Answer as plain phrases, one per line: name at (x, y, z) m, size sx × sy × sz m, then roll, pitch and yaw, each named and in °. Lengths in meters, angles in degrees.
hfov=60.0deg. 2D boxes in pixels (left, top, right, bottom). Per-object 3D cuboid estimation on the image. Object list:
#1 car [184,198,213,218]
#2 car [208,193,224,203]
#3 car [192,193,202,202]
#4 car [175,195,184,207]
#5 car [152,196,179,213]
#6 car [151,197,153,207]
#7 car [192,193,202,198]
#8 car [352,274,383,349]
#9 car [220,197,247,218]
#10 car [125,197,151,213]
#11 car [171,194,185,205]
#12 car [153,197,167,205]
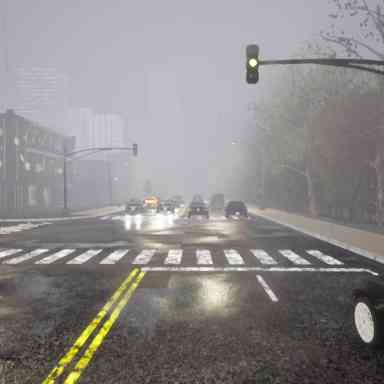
car at (0.566, 1.539, 30.511) m, size 2.033 × 1.411 × 5.357 m, roll 0°, pitch 0°, yaw 1°
car at (4.192, 1.201, 55.008) m, size 2.150 × 2.045 × 5.566 m, roll 0°, pitch 0°, yaw 1°
car at (1.173, 1.194, 76.821) m, size 2.150 × 2.045 × 5.566 m, roll 0°, pitch 0°, yaw 1°
car at (-2.619, 1.474, 46.835) m, size 2.128 × 1.511 × 4.902 m, roll 0°, pitch 0°, yaw 1°
car at (-2.830, 1.480, 36.704) m, size 2.128 × 1.511 × 4.902 m, roll 0°, pitch 0°, yaw -2°
car at (-5.875, 1.462, 46.370) m, size 1.882 × 1.535 × 5.008 m, roll 0°, pitch 0°, yaw 1°
car at (0.932, 1.332, 54.349) m, size 2.097 × 1.767 × 4.553 m, roll 0°, pitch 0°, yaw 1°
car at (3.397, 1.477, 3.220) m, size 1.882 × 1.535 × 5.008 m, roll 0°, pitch 0°, yaw 1°
car at (3.808, 1.496, 29.903) m, size 1.837 × 1.490 × 4.892 m, roll 0°, pitch 0°, yaw 1°
car at (-6.046, 1.480, 36.376) m, size 2.128 × 1.511 × 4.902 m, roll 0°, pitch 0°, yaw -1°
car at (-2.427, 1.330, 58.733) m, size 2.097 × 1.767 × 4.553 m, roll 0°, pitch 0°, yaw 1°
car at (-5.635, 1.542, 59.602) m, size 1.994 × 1.385 × 4.181 m, roll 0°, pitch 0°, yaw 2°
